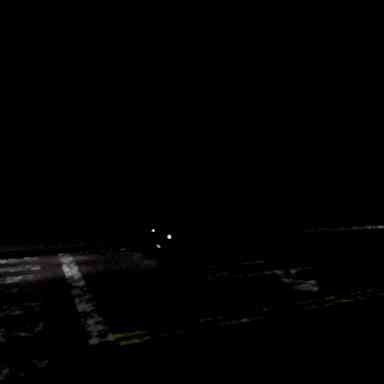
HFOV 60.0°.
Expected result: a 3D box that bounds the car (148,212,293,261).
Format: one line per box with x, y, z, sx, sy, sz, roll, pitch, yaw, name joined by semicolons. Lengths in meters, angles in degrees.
0.982;1.369;11.200;4.718;1.301;1.895;0;1;-25;car
